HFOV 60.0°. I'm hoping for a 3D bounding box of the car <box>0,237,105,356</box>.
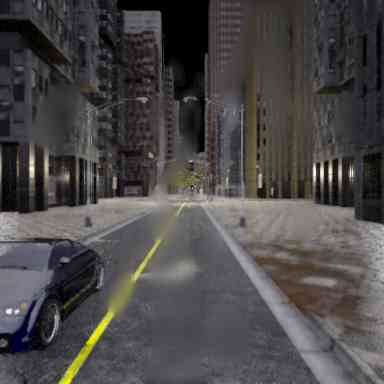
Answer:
[{"bbox_3d":[-3.026,1.561,6.102,1.994,1.385,4.181,0,0,1],"label":"car"}]
